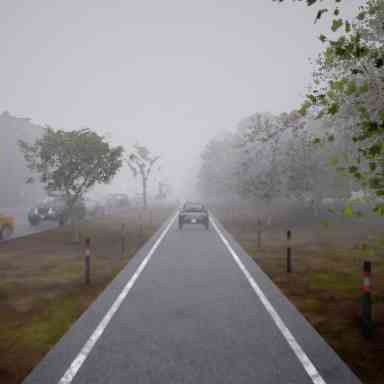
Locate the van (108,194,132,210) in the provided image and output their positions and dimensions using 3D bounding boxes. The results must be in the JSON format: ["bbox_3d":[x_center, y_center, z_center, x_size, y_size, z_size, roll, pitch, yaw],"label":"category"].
[{"bbox_3d":[-9.074,1.216,40.647,1.878,1.987,4.442,0,0,2],"label":"van"}]

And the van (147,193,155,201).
[{"bbox_3d":[-11.108,1.329,90.537,1.878,1.987,4.442,1,-1,-10],"label":"van"}]

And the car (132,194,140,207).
[{"bbox_3d":[-9.076,1.438,46.331,2.231,1.521,4.892,0,-1,-2],"label":"car"}]

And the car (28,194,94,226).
[{"bbox_3d":[-9.046,1.148,22.931,2.435,2.045,5.566,0,0,1],"label":"car"}]

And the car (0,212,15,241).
[{"bbox_3d":[-9.035,1.343,13.046,2.097,1.535,5.008,0,0,2],"label":"car"}]

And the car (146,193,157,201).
[{"bbox_3d":[-10.396,1.294,85.080,2.435,2.045,5.566,1,-1,-9],"label":"car"}]

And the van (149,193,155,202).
[{"bbox_3d":[-9.258,1.279,68.306,1.878,1.987,4.442,0,-1,-2],"label":"van"}]

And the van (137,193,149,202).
[{"bbox_3d":[-9.092,1.250,58.355,1.878,1.987,4.442,0,-1,-2],"label":"van"}]

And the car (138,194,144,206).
[{"bbox_3d":[-9.082,1.486,51.842,2.163,1.488,4.792,0,-1,-2],"label":"car"}]

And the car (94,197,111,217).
[{"bbox_3d":[-9.055,1.446,29.675,2.002,1.452,4.674,0,0,0],"label":"car"}]

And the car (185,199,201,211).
[{"bbox_3d":[0.098,1.602,42.591,1.895,1.301,4.718,0,0,0],"label":"car"}]

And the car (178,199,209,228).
[{"bbox_3d":[0.099,1.464,21.988,2.128,1.511,4.902,0,0,0],"label":"car"}]
